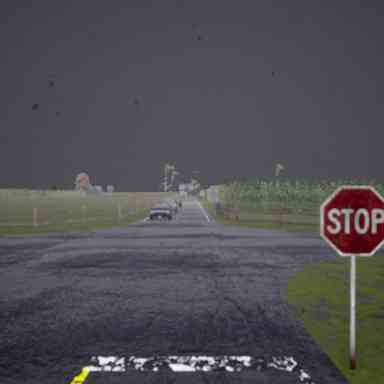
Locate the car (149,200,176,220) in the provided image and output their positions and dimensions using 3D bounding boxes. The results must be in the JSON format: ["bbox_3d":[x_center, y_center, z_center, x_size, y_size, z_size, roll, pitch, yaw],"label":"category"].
[{"bbox_3d":[-2.758,1.709,30.311,2.033,1.411,5.357,0,0,-1],"label":"car"}]

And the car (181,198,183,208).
[{"bbox_3d":[-2.736,1.501,55.074,2.150,2.045,5.566,0,0,0],"label":"car"}]

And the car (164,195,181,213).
[{"bbox_3d":[-2.771,1.564,40.641,2.097,1.767,4.553,0,0,0],"label":"car"}]
